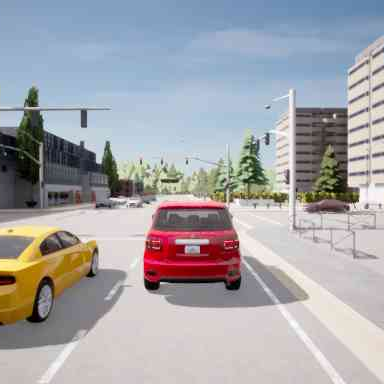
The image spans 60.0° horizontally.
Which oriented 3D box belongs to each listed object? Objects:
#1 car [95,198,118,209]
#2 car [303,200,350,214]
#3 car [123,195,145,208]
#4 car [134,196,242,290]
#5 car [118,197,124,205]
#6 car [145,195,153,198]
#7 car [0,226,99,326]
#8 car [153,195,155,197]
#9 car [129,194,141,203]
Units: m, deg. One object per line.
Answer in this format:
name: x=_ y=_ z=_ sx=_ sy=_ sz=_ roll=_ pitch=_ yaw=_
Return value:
car: x=-11.796 y=1.563 z=45.354 sx=1.994 sy=1.385 sz=4.181 roll=0 pitch=0 yaw=-2
car: x=13.988 y=1.525 z=34.708 sx=4.674 sy=1.442 sz=1.812 roll=0 pitch=0 yaw=-2
car: x=-8.385 y=1.525 z=48.657 sx=1.812 sy=1.442 sz=4.674 roll=0 pitch=0 yaw=-1
car: x=0.011 y=1.221 z=9.196 sx=2.150 sy=2.045 sz=5.566 roll=0 pitch=0 yaw=0
car: x=-12.126 y=1.526 z=57.554 sx=1.812 sy=1.442 sz=4.674 roll=0 pitch=1 yaw=-1
car: x=-8.691 y=1.505 z=60.438 sx=1.837 sy=1.490 sz=4.892 roll=0 pitch=0 yaw=-1
car: x=-3.482 y=1.477 z=7.207 sx=1.882 sy=1.535 sz=5.008 roll=0 pitch=0 yaw=0
car: x=-9.054 y=1.498 z=75.520 sx=1.837 sy=1.490 sz=4.892 roll=0 pitch=0 yaw=-2
car: x=-12.485 y=1.353 z=73.017 sx=2.097 sy=1.767 sz=4.553 roll=0 pitch=0 yaw=-2
